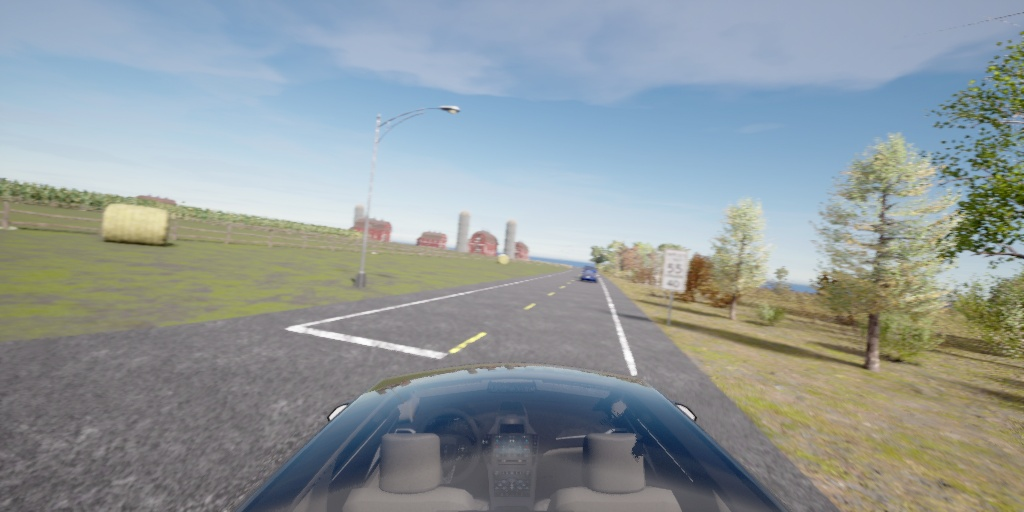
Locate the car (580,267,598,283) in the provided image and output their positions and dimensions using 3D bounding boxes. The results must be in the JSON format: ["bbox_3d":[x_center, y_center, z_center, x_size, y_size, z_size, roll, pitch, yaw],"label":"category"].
[{"bbox_3d":[9.462,2.516,44.102,1.994,1.385,4.181,6,0,13],"label":"car"}]

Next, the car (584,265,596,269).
[{"bbox_3d":[11.676,2.457,54.130,2.150,2.045,5.566,6,0,13],"label":"car"}]
